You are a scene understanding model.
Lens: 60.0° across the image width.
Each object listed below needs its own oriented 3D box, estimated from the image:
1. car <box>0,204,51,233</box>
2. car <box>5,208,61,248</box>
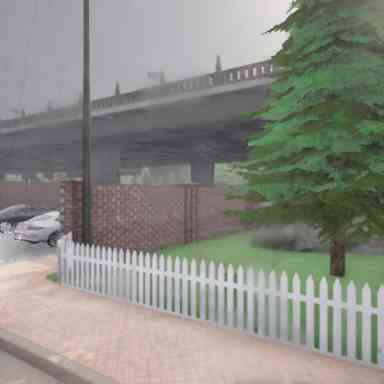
[{"bbox_3d":[-10.375,1.540,20.338,1.837,1.490,4.892,0,0,34],"label":"car"},{"bbox_3d":[-5.508,1.569,15.103,1.812,1.442,4.674,0,0,35],"label":"car"}]
